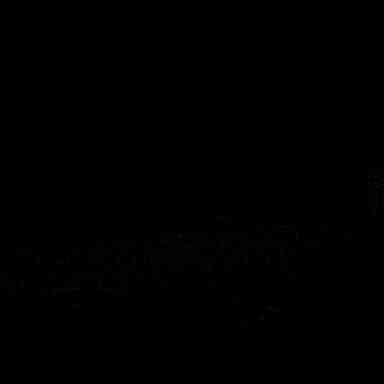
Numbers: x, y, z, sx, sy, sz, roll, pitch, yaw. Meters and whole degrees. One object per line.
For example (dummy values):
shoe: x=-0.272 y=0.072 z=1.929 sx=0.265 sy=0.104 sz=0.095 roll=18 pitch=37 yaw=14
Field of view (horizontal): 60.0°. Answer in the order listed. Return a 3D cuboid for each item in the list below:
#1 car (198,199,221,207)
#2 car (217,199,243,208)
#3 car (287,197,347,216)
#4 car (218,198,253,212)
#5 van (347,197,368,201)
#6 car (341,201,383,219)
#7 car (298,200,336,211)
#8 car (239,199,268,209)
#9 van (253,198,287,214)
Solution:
car: x=3.325 y=1.967 z=62.698 sx=2.008 sy=1.369 sz=4.403 roll=-1 pitch=0 yaw=-36
car: x=6.627 y=1.910 z=58.077 sx=1.887 sy=1.381 sz=4.507 roll=-1 pitch=0 yaw=-36
car: x=12.898 y=1.546 z=34.630 sx=2.192 sy=1.841 sz=5.009 roll=-1 pitch=0 yaw=-36
car: x=6.294 y=1.656 z=43.873 sx=2.192 sy=1.841 sz=5.009 roll=-1 pitch=0 yaw=-36
van: x=19.829 y=1.493 z=39.594 sx=1.690 sy=1.788 sz=3.998 roll=-1 pitch=0 yaw=-36
car: x=16.206 y=1.756 z=30.010 sx=1.802 sy=1.307 sz=4.206 roll=-1 pitch=0 yaw=-36
car: x=16.532 y=1.774 z=44.216 sx=1.947 sy=1.339 sz=4.313 roll=-1 pitch=0 yaw=-36
car: x=9.829 y=1.841 z=53.595 sx=1.752 sy=1.417 sz=4.829 roll=-1 pitch=0 yaw=-36
van: x=9.597 y=1.628 z=39.252 sx=1.690 sy=1.788 sz=3.998 roll=-1 pitch=0 yaw=-36
